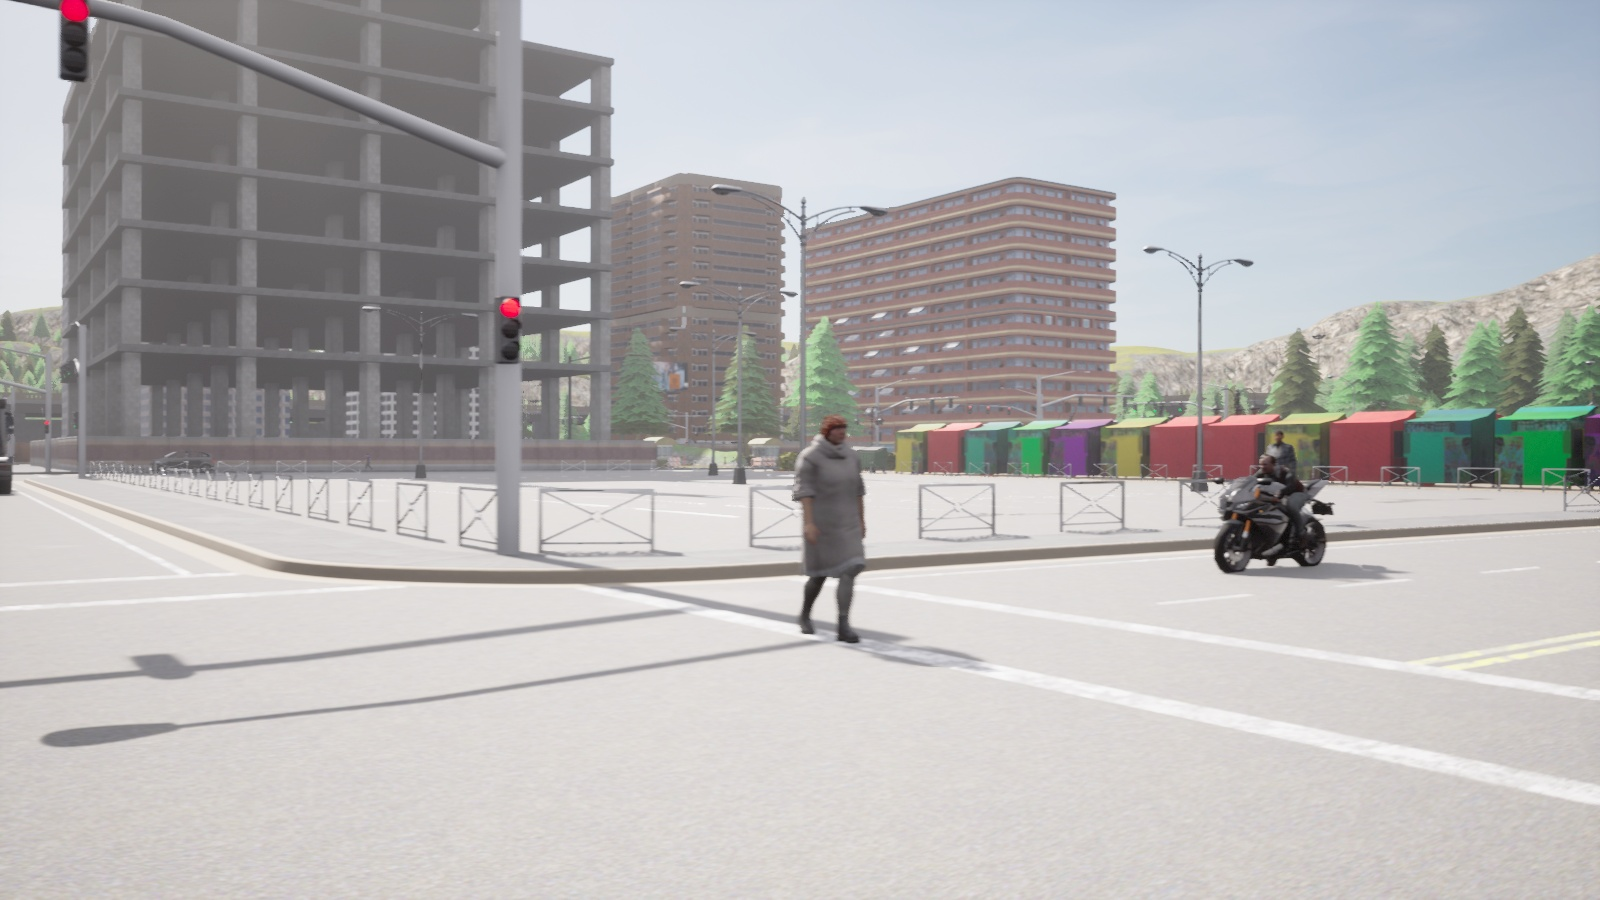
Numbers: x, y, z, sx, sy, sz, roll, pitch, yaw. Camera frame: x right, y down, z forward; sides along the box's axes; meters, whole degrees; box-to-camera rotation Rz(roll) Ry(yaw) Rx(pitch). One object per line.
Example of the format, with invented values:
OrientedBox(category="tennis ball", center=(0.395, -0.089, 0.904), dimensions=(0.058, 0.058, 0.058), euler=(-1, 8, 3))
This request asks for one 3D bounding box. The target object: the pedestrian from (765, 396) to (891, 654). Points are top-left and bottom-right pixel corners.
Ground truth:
OrientedBox(category="pedestrian", center=(0.212, 0.568, 10.031), dimensions=(0.659, 1.952, 0.873), euler=(0, 0, -28))

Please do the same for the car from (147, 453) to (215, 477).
OrientedBox(category="car", center=(-39.736, 0.949, 80.643), dimensions=(3.705, 1.549, 1.789), euler=(0, 0, -35))

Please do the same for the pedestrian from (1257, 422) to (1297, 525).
OrientedBox(category="pedestrian", center=(9.194, 0.443, 24.181), dimensions=(0.788, 1.949, 0.423), euler=(0, 0, -44))

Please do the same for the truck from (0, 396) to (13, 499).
OrientedBox(category="truck", center=(-30.125, -0.063, 45.056), dimensions=(2.891, 3.462, 7.936), euler=(0, 0, -34))

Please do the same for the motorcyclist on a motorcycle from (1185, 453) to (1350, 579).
OrientedBox(category="motorcyclist on a motorcycle", center=(6.054, 0.807, 16.226), dimensions=(2.191, 1.530, 0.866), euler=(0, 0, -33))
